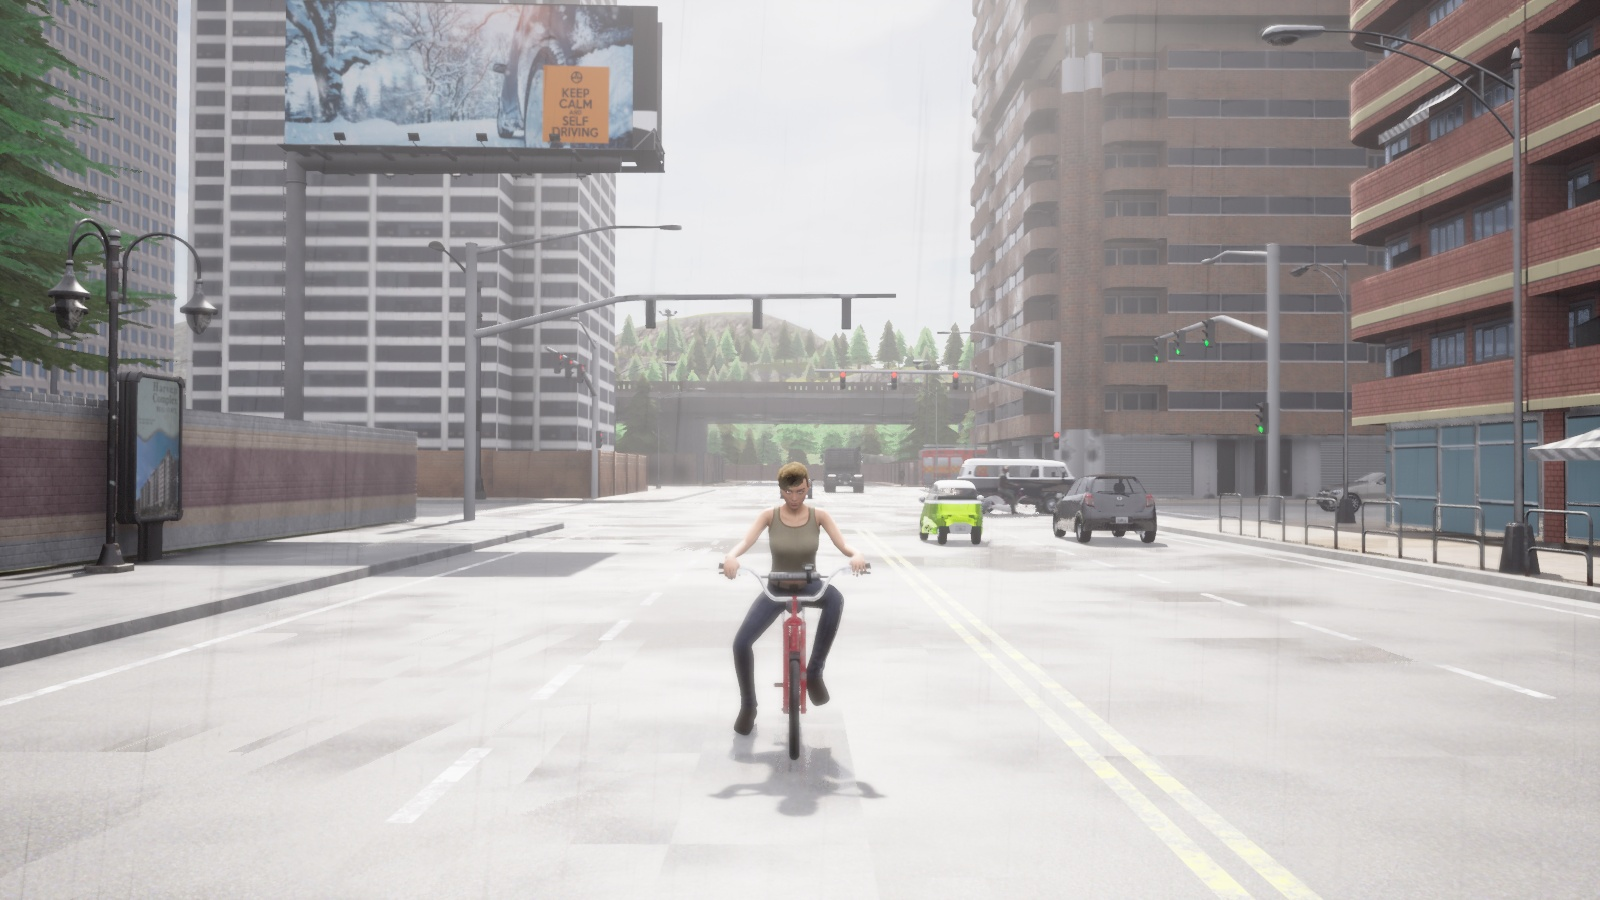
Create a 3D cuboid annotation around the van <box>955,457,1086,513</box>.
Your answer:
[{"bbox_3d":[8.115,1.284,46.480,4.480,2.038,2.069,0,-1,0],"label":"van"}]

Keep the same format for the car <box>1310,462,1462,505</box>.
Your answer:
[{"bbox_3d":[23.241,1.337,49.939,5.027,1.651,2.152,0,-1,0],"label":"car"}]

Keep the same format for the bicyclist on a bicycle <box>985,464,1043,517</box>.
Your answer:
[{"bbox_3d":[7.326,1.376,42.981,1.843,1.776,0.659,0,-1,0],"label":"bicyclist on a bicycle"}]

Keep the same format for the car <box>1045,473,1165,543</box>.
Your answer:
[{"bbox_3d":[6.923,1.284,28.835,1.845,1.501,3.633,0,-1,0],"label":"car"}]

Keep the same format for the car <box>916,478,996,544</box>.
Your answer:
[{"bbox_3d":[3.426,1.322,27.811,1.481,1.376,2.207,0,-1,0],"label":"car"}]

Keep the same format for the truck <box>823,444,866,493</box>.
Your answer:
[{"bbox_3d":[3.248,1.386,93.548,2.891,3.462,7.936,0,-1,0],"label":"truck"}]

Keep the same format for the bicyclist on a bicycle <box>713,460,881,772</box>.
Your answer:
[{"bbox_3d":[-0.027,0.873,7.275,0.866,1.612,1.509,0,-1,-1],"label":"bicyclist on a bicycle"}]
